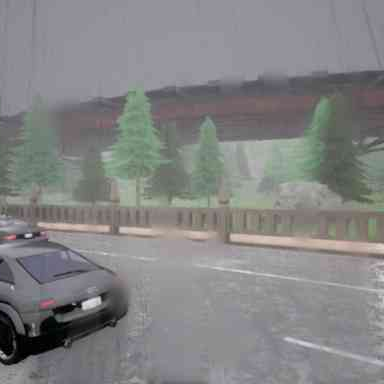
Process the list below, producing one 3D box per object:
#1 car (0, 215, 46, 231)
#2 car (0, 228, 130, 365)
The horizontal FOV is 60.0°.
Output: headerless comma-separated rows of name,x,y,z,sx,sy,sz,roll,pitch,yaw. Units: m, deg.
car,-7.945,1.600,12.894,5.357,1.411,2.033,0,0,29
car,-3.126,1.582,5.874,4.181,1.385,1.994,0,0,33
